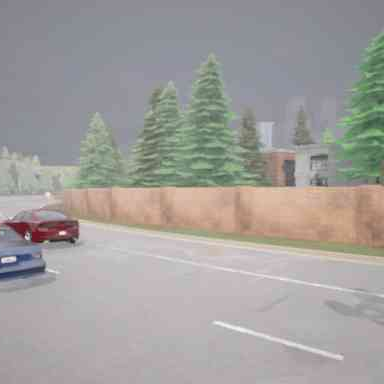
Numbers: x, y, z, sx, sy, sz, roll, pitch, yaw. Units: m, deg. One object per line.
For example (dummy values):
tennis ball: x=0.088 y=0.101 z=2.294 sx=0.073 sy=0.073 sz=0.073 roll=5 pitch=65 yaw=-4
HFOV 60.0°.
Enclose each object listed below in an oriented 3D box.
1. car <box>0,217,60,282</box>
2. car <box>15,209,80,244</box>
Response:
car: x=-5.909 y=1.540 z=9.061 sx=5.357 sy=1.411 sz=2.033 roll=0 pitch=0 yaw=42
car: x=-6.886 y=1.478 z=14.926 sx=5.008 sy=1.535 sz=1.882 roll=0 pitch=0 yaw=45
